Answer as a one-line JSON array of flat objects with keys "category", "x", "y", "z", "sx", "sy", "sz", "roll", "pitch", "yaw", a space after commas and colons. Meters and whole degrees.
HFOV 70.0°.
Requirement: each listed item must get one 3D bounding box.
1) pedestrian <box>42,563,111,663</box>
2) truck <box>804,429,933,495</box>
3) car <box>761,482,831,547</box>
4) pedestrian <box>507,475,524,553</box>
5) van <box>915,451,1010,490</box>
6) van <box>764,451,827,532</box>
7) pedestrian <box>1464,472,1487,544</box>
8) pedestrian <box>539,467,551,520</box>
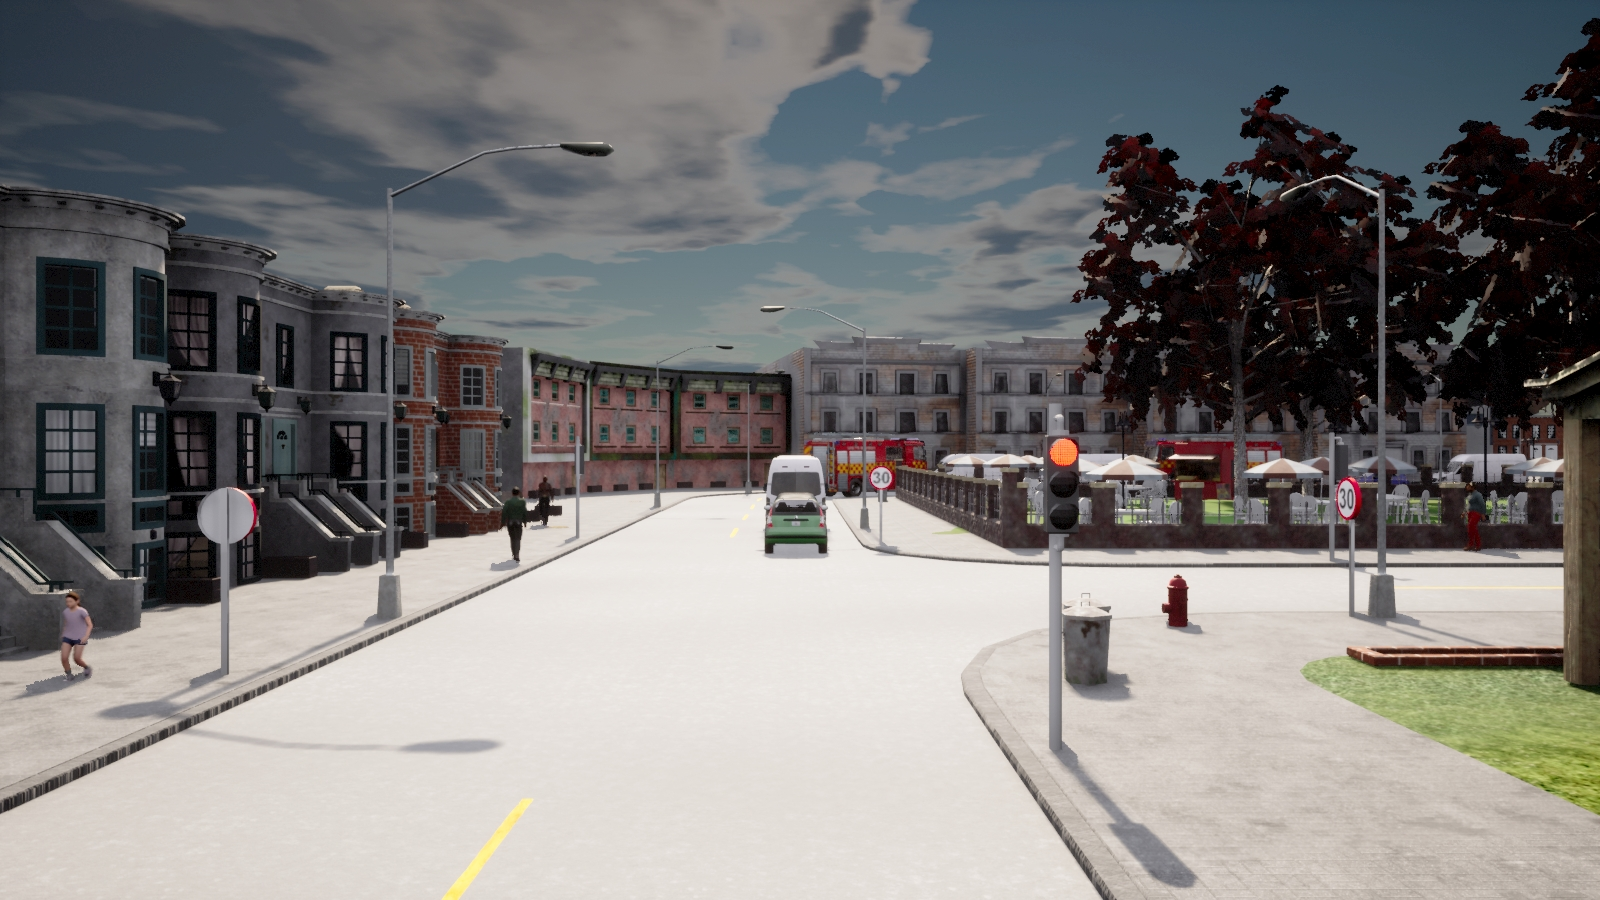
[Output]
[{"category": "pedestrian", "x": -8.490, "y": 1.904, "z": 13.417, "sx": 0.500, "sy": 1.100, "sz": 0.500, "roll": 0, "pitch": 0, "yaw": -2}, {"category": "truck", "x": 4.295, "y": 0.672, "z": 70.228, "sx": 8.468, "sy": 3.827, "sz": 2.891, "roll": 0, "pitch": 0, "yaw": -43}, {"category": "car", "x": -0.119, "y": 1.779, "z": 32.373, "sx": 1.851, "sy": 1.617, "sz": 3.988, "roll": 0, "pitch": 0, "yaw": 0}, {"category": "pedestrian", "x": -6.820, "y": 1.524, "z": 27.379, "sx": 0.375, "sy": 1.860, "sz": 0.375, "roll": 0, "pitch": 0, "yaw": -14}, {"category": "van", "x": 10.550, "y": 1.314, "z": 74.428, "sx": 5.915, "sy": 2.561, "sz": 1.988, "roll": 0, "pitch": 0, "yaw": 0}, {"category": "van", "x": -0.147, "y": 1.315, "z": 39.074, "sx": 1.988, "sy": 2.561, "sz": 5.915, "roll": 0, "pitch": 0, "yaw": 0}, {"category": "pedestrian", "x": 17.710, "y": 1.517, "z": 29.944, "sx": 0.375, "sy": 1.860, "sz": 0.375, "roll": 0, "pitch": 0, "yaw": 1}, {"category": "pedestrian", "x": -8.927, "y": 1.525, "z": 40.077, "sx": 0.375, "sy": 1.860, "sz": 0.375, "roll": 0, "pitch": 0, "yaw": -7}]
